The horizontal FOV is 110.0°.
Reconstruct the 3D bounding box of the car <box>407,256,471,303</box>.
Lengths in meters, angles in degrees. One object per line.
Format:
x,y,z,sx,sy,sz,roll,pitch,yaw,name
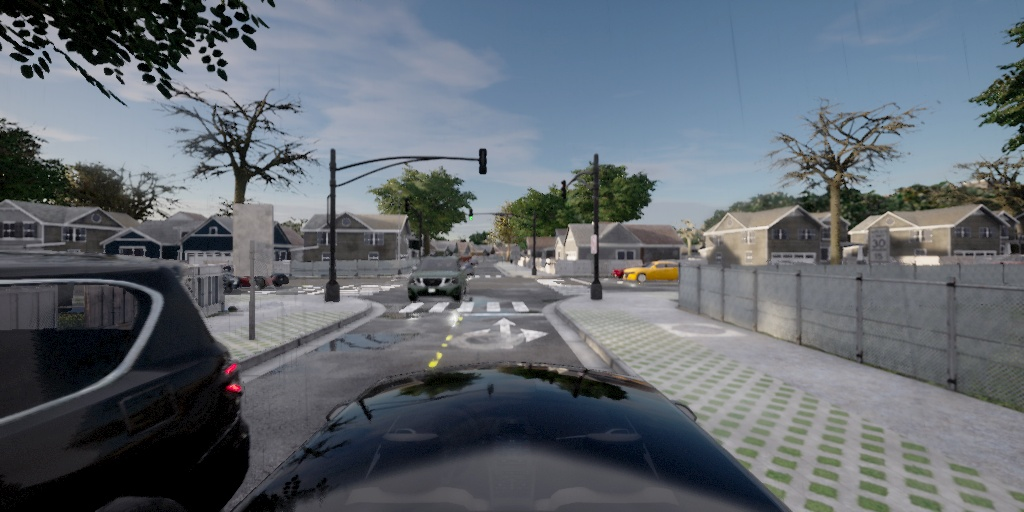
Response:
-3.326,1.017,17.013,2.150,2.045,5.566,0,0,-3,car

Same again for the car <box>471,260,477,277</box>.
-4.723,1.355,35.470,1.994,1.385,4.181,0,1,-5,car

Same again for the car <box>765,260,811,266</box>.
23.007,1.133,30.591,4.902,1.511,2.128,-1,0,-3,car

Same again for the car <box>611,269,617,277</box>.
10.800,1.311,29.889,4.718,1.301,1.895,0,0,-3,car

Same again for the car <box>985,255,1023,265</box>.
44.891,0.733,31.760,4.553,1.767,2.097,-1,0,-3,car

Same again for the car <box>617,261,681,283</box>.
10.813,1.165,26.639,5.008,1.535,1.882,0,0,-4,car

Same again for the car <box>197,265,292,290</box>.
-15.974,1.245,21.636,4.181,1.385,1.994,0,0,-3,car

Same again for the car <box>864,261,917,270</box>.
28.613,1.121,27.656,5.357,1.411,2.033,-1,0,-3,car

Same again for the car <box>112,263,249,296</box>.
-16.725,1.150,18.336,4.902,1.511,2.128,0,0,-3,car
